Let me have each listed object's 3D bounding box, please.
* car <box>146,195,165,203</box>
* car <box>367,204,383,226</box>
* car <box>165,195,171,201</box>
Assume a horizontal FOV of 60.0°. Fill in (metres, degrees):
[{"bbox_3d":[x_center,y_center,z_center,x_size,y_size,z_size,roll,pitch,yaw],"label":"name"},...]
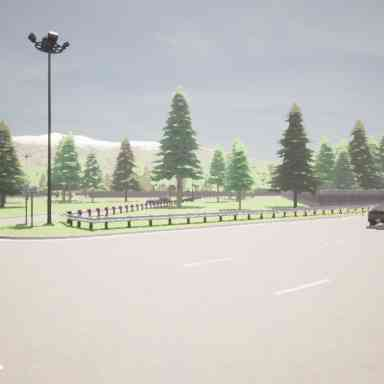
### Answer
[{"bbox_3d":[-6.676,1.601,59.029,1.895,1.301,4.718,0,0,5],"label":"car"},{"bbox_3d":[13.442,1.505,21.895,4.892,1.490,1.837,0,0,-35],"label":"car"},{"bbox_3d":[-5.645,1.351,69.772,2.097,1.767,4.553,0,0,5],"label":"car"}]
